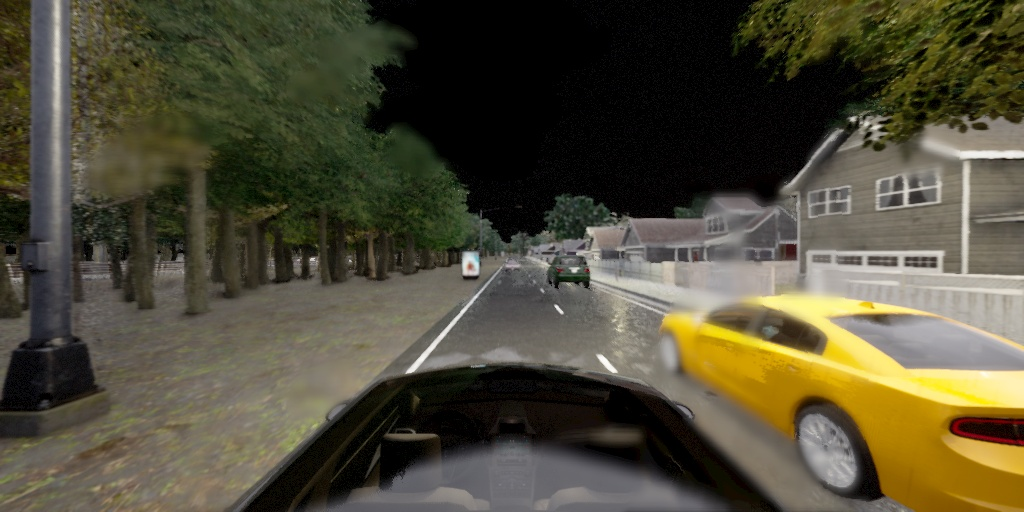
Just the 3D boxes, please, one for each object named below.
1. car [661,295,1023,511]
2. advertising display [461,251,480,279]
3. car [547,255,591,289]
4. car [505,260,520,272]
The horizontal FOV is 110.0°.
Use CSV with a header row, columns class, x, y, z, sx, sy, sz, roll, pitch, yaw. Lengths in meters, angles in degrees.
class,x,y,z,sx,sy,sz,roll,pitch,yaw
car,3.597,1.226,4.465,1.882,1.535,5.008,0,0,0
advertising display,-3.507,0.763,30.553,1.540,2.440,0.280,0,0,0
car,3.595,0.960,23.315,2.150,2.045,5.566,0,0,0
car,0.084,1.317,46.532,1.895,1.301,4.718,0,0,0
